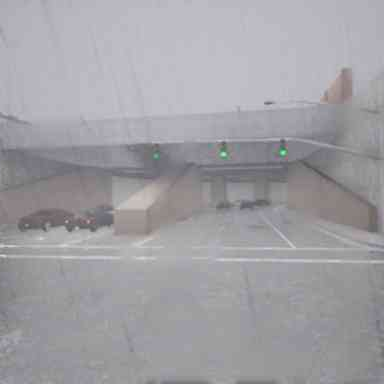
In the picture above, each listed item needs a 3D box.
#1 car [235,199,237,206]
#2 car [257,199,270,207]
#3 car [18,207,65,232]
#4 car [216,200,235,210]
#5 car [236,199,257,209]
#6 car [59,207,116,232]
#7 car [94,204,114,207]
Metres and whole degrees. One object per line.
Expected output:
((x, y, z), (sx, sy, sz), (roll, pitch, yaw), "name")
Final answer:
((9.002, 2.054, 62.437), (1.812, 1.442, 4.674), (-1, -1, 34), "car")
((12.835, 1.985, 61.907), (1.812, 1.442, 4.674), (-1, -1, 37), "car")
((-10.300, 1.900, 23.948), (1.882, 1.535, 5.008), (-1, -1, 8), "car")
((5.100, 2.032, 52.600), (2.033, 1.411, 5.357), (-1, -1, 15), "car")
((8.663, 1.972, 52.493), (2.033, 1.411, 5.357), (-1, -1, 14), "car")
((-6.896, 1.958, 23.032), (1.895, 1.301, 4.718), (-1, -1, 8), "car")
((-8.935, 1.993, 33.240), (2.128, 1.511, 4.902), (-1, -1, 8), "car")
